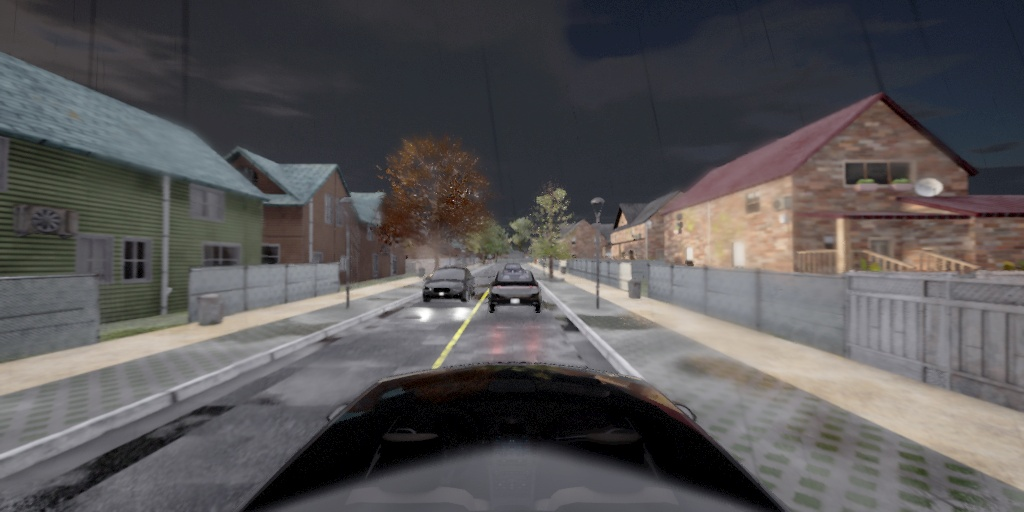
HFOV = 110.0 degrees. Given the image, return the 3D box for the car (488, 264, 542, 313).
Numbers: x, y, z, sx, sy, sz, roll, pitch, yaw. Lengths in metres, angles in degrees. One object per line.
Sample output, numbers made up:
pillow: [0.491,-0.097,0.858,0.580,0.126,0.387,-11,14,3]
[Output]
car: [0.102,1.256,14.083,2.128,1.511,4.902,0,0,0]

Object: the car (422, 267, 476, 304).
car: [-2.772,1.276,16.641,1.837,1.490,4.892,0,-1,1]
